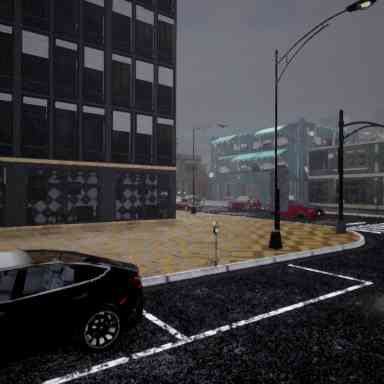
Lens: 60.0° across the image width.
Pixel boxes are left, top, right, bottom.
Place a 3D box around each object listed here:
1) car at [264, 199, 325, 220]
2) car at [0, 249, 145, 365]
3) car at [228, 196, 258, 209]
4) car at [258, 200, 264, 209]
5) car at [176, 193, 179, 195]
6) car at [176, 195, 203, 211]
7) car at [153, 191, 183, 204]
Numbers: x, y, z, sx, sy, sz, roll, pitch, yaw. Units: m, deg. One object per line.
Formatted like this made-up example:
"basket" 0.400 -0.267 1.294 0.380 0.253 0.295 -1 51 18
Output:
"car" 8.120 1.367 25.934 1.994 1.385 4.181 0 0 -36
"car" -2.753 1.566 4.592 4.313 1.339 1.947 0 0 -35
"car" 5.997 1.130 38.639 1.967 1.590 4.097 1 0 -36
"car" 9.273 1.340 34.163 1.802 1.307 4.206 1 0 -36
"car" -1.005 1.160 38.385 2.033 1.411 5.357 0 0 -36
"car" -0.765 1.230 33.686 1.802 1.307 4.206 1 0 -36
"car" -3.831 0.793 52.060 2.192 1.841 5.009 1 0 -36
